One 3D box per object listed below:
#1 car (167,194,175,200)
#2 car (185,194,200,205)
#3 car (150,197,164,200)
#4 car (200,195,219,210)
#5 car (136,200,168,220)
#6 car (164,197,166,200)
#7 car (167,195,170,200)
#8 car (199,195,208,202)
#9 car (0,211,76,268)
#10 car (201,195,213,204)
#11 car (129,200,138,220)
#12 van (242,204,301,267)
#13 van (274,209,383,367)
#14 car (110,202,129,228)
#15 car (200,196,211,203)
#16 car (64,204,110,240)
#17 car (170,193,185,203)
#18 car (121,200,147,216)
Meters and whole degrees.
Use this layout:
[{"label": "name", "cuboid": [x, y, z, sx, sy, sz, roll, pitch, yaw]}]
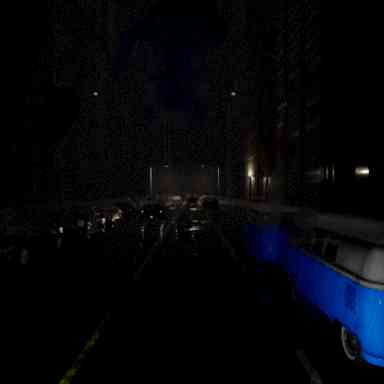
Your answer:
[{"label": "car", "cuboid": [-5.802, 1.470, 90.654, 1.967, 1.590, 4.097, 0, 0, 0]}, {"label": "car", "cuboid": [-0.027, 1.513, 60.848, 1.837, 1.490, 4.892, 0, 0, 0]}, {"label": "car", "cuboid": [-5.785, 1.528, 50.743, 1.752, 1.417, 4.829, 0, 0, 0]}, {"label": "car", "cuboid": [2.341, 1.477, 42.095, 1.882, 1.535, 5.008, 0, 0, 0]}, {"label": "car", "cuboid": [-3.112, 1.600, 27.771, 1.895, 1.301, 4.718, 0, 0, 0]}, {"label": "car", "cuboid": [-5.788, 1.550, 56.590, 1.887, 1.381, 4.507, 0, 0, 0]}, {"label": "car", "cuboid": [-5.790, 1.575, 62.268, 1.947, 1.339, 4.313, 0, 0, 0]}, {"label": "car", "cuboid": [2.727, 1.461, 79.308, 1.967, 1.590, 4.097, 0, 0, 0]}, {"label": "car", "cuboid": [-5.769, 1.550, 11.171, 2.008, 1.369, 4.403, 0, 0, 0]}, {"label": "car", "cuboid": [2.735, 1.449, 62.275, 1.967, 1.590, 4.097, 0, 0, 0]}, {"label": "car", "cuboid": [-5.776, 1.565, 28.204, 1.947, 1.339, 4.313, 0, 0, 0]}, {"label": "van", "cuboid": [2.757, 1.341, 11.178, 1.690, 1.788, 3.998, 0, 0, 0]}, {"label": "van", "cuboid": [2.759, 1.341, 5.500, 1.690, 1.788, 3.998, 0, 0, 0]}, {"label": "car", "cuboid": [-5.773, 1.525, 22.356, 1.752, 1.417, 4.829, 0, 0, 0]}, {"label": "car", "cuboid": [2.732, 1.579, 67.954, 1.947, 1.339, 4.313, 0, 0, 0]}, {"label": "car", "cuboid": [-5.771, 1.440, 16.848, 1.967, 1.590, 4.097, 0, 0, 0]}, {"label": "car", "cuboid": [-3.030, 1.550, 69.239, 2.033, 1.411, 5.357, 0, 0, 0]}, {"label": "car", "cuboid": [-5.778, 1.524, 33.710, 1.752, 1.417, 4.829, 0, 0, 0]}]
